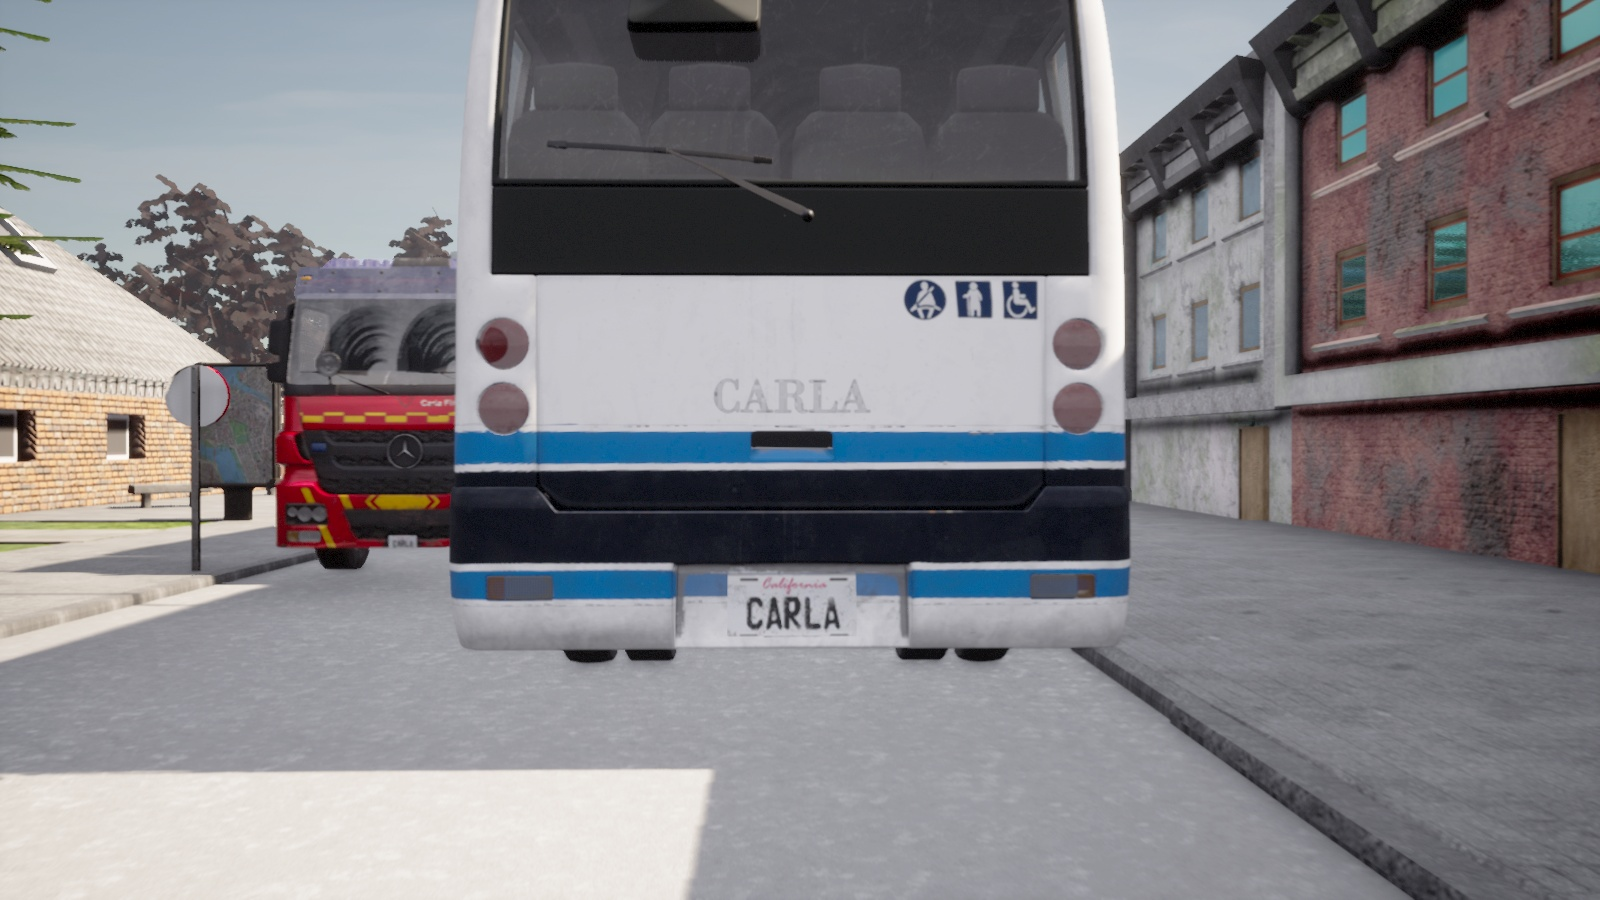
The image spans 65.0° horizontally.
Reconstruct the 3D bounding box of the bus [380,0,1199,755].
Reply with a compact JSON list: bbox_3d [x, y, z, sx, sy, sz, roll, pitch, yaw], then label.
[{"bbox_3d":[-0.143,-0.688,11.187,3.944,4.253,10.273,0,0,-1],"label":"bus"}]

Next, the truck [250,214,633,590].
[{"bbox_3d":[-4.228,-0.509,17.071,2.891,3.827,8.468,0,0,-1],"label":"truck"}]
